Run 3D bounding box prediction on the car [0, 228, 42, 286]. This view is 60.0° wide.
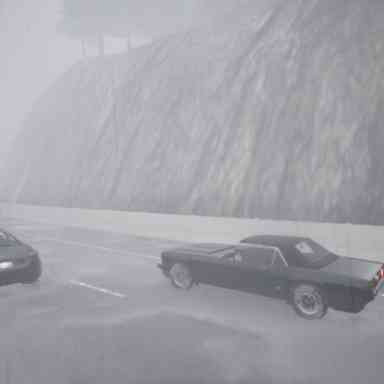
[{"bbox_3d":[-5.662,1.574,8.526,4.181,1.385,1.994,0,0,39],"label":"car"}]

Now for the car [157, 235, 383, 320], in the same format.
[{"bbox_3d":[1.489,1.615,7.370,4.718,1.301,1.895,0,0,37],"label":"car"}]
